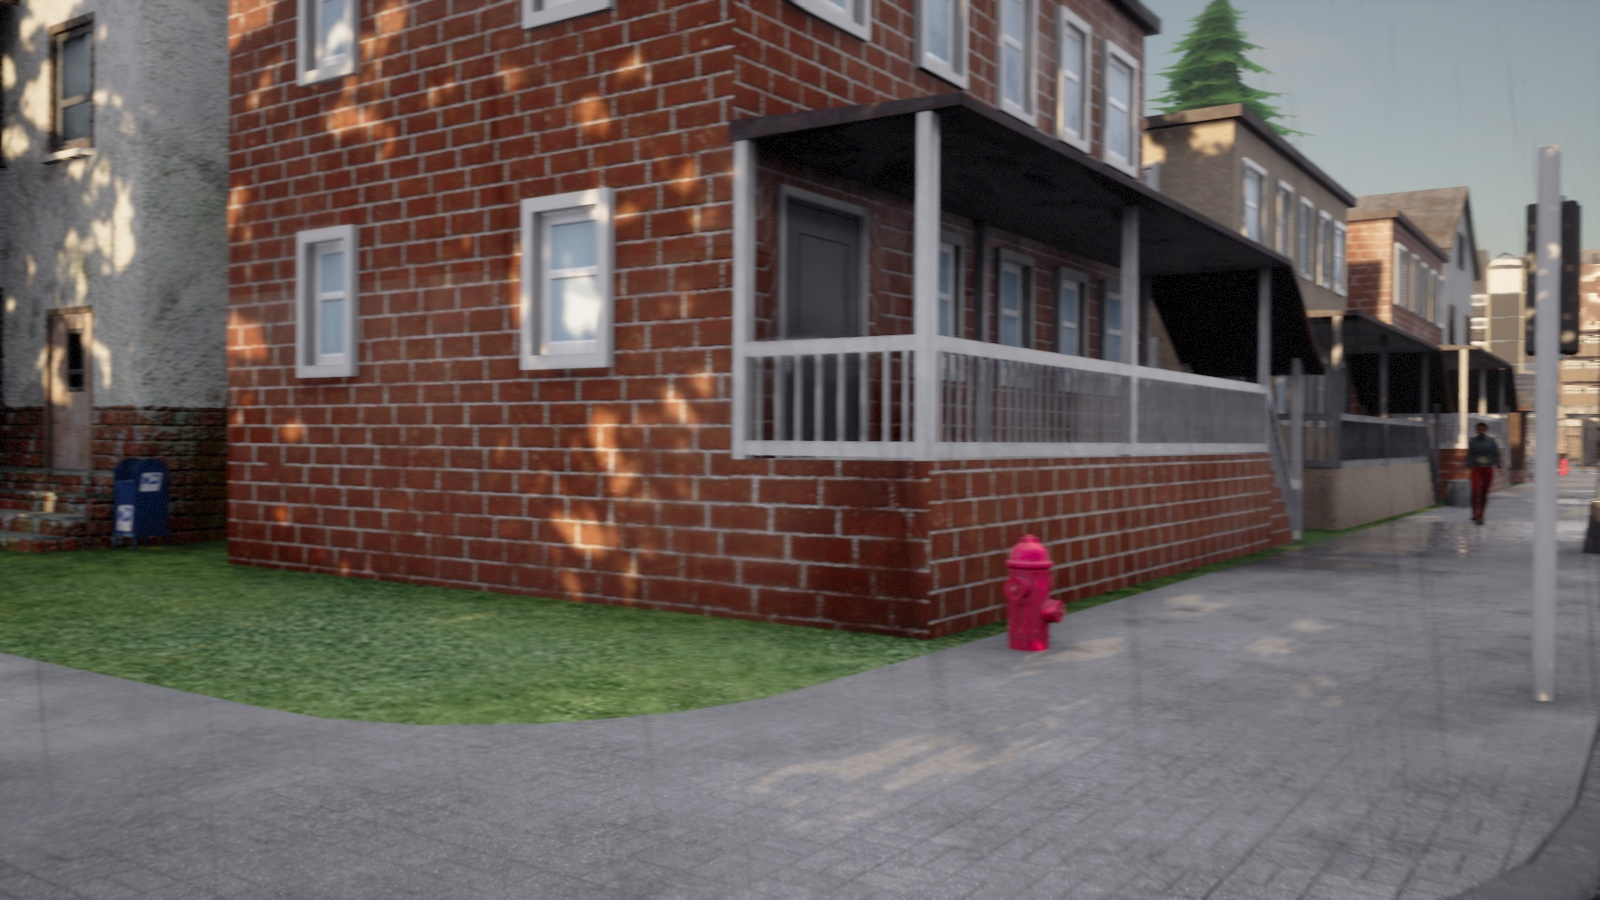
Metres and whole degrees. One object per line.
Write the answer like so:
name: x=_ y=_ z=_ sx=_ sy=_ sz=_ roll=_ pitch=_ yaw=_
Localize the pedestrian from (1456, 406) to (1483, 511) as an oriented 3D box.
pedestrian: x=11.952 y=0.143 z=22.410 sx=0.353 sy=1.847 sz=0.614 roll=0 pitch=1 yaw=33
